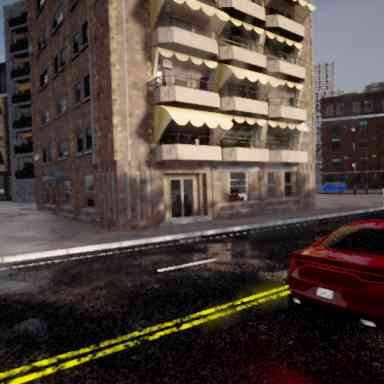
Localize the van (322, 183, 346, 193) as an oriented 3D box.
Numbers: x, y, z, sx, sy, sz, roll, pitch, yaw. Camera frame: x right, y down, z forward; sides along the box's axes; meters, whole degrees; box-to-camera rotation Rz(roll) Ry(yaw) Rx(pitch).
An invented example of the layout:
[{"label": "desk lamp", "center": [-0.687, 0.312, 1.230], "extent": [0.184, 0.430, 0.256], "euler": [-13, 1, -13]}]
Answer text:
[{"label": "van", "center": [25.175, -0.783, 58.809], "extent": [3.998, 1.788, 1.690], "euler": [0, 1, 21]}]

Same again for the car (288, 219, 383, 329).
[{"label": "car", "center": [3.949, 1.266, 6.380], "extent": [5.008, 1.535, 1.882], "euler": [-2, 1, -36]}]
